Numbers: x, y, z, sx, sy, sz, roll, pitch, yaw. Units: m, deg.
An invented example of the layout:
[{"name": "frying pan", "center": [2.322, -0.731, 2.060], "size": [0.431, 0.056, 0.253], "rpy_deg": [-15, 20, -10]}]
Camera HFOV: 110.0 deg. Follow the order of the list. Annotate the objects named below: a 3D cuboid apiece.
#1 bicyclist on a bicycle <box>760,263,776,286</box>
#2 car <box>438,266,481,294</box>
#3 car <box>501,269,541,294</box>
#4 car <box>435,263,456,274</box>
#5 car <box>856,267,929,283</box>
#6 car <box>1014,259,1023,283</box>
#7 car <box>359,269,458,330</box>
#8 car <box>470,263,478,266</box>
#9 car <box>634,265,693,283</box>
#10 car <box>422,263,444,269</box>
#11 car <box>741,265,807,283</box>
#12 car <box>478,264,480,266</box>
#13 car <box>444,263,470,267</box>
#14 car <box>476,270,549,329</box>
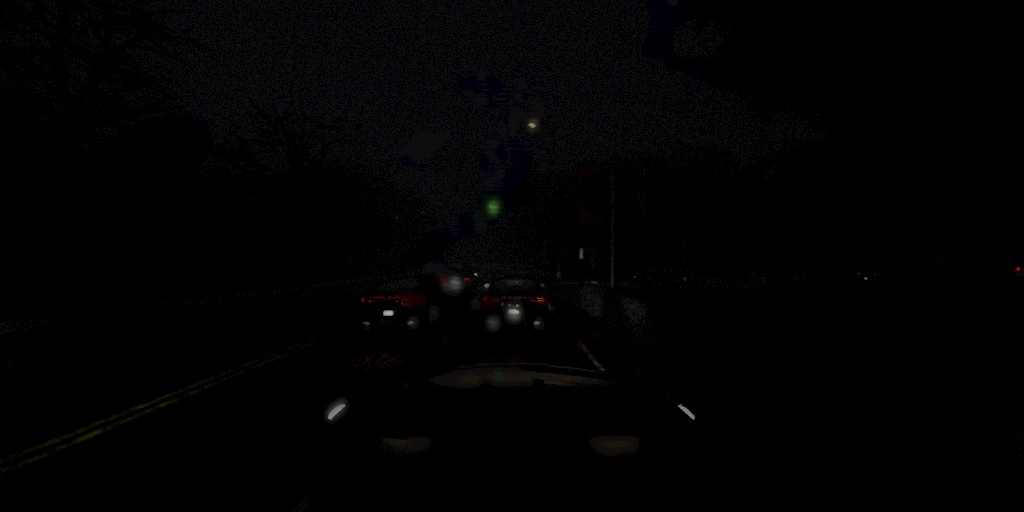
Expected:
[{"name": "bicyclist on a bicycle", "center": [18.111, 1.289, 25.411], "size": [0.582, 1.620, 1.656], "rpy_deg": [0, -1, 0]}, {"name": "car", "center": [-3.172, 1.538, 22.257], "size": [1.994, 1.385, 4.181], "rpy_deg": [0, -1, 0]}, {"name": "car", "center": [0.692, 1.587, 23.191], "size": [1.895, 1.301, 4.718], "rpy_deg": [0, -1, 10]}, {"name": "car", "center": [-9.876, 1.826, 53.709], "size": [2.128, 1.511, 4.902], "rpy_deg": [0, -1, 0]}, {"name": "car", "center": [33.036, 1.633, 31.253], "size": [4.718, 1.301, 1.895], "rpy_deg": [0, -1, 0]}, {"name": "car", "center": [43.568, 1.220, 28.354], "size": [5.566, 2.045, 2.150], "rpy_deg": [0, -1, 1]}, {"name": "car", "center": [-3.161, 1.335, 11.641], "size": [1.882, 1.535, 5.008], "rpy_deg": [0, -1, 0]}, {"name": "car", "center": [-6.633, 1.893, 53.201], "size": [1.994, 1.385, 4.181], "rpy_deg": [0, -1, 0]}, {"name": "car", "center": [13.163, 1.544, 31.270], "size": [4.902, 1.511, 2.128], "rpy_deg": [0, -1, 0]}, {"name": "car", "center": [-9.883, 1.744, 43.601], "size": [1.812, 1.442, 4.674], "rpy_deg": [0, -1, -1]}, {"name": "car", "center": [22.733, 1.519, 31.265], "size": [5.008, 1.535, 1.882], "rpy_deg": [0, -1, 0]}, {"name": "car", "center": [-6.594, 1.973, 63.297], "size": [1.812, 1.442, 4.674], "rpy_deg": [0, -1, 0]}, {"name": "car", "center": [-6.632, 1.741, 43.343], "size": [1.812, 1.442, 4.674], "rpy_deg": [0, -1, 0]}, {"name": "car", "center": [0.089, 1.336, 11.733], "size": [1.882, 1.535, 5.008], "rpy_deg": [0, -1, 0]}]
